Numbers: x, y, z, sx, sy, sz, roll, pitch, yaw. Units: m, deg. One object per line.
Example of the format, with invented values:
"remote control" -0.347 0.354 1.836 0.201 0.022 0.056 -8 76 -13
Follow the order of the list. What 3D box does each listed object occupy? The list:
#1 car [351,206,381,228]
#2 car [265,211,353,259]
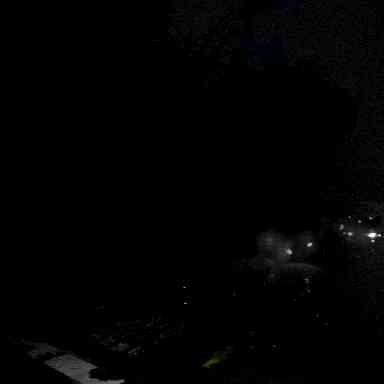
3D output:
"car" 13.078 1.827 25.153 1.812 1.442 4.674 0 -1 35
"car" 4.875 1.708 13.663 2.033 1.411 5.357 0 -1 36
